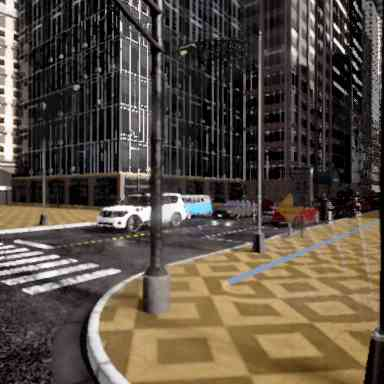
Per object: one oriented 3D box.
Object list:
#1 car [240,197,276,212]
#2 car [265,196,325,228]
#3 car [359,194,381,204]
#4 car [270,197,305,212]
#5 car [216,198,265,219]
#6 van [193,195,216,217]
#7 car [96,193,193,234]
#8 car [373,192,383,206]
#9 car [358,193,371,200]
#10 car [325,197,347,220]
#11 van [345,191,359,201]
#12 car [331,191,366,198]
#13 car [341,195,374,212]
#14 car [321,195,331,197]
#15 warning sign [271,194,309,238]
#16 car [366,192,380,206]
[{"bbox_3d":[7.070,1.275,35.299,1.887,1.381,4.507,1,1,39],"label":"car"},{"bbox_3d":[6.603,1.276,21.081,1.967,1.590,4.097,1,1,39],"label":"car"},{"bbox_3d":[28.077,1.120,52.298,2.033,1.411,5.357,0,1,39],"label":"car"},{"bbox_3d":[10.135,1.254,34.963,1.812,1.442,4.674,0,1,39],"label":"car"},{"bbox_3d":[3.726,1.345,26.966,2.033,1.411,5.357,0,1,38],"label":"car"},{"bbox_3d":[-0.120,1.148,26.480,1.690,1.788,3.998,1,1,39],"label":"van"},{"bbox_3d":[-2.685,1.088,18.942,2.150,2.045,5.566,0,0,39],"label":"car"},{"bbox_3d":[27.821,0.921,47.814,2.192,1.841,5.009,1,1,39],"label":"car"},{"bbox_3d":[39.048,0.954,75.284,1.947,1.339,4.313,1,1,39],"label":"car"},{"bbox_3d":[10.111,1.363,25.561,1.947,1.339,4.313,1,1,39],"label":"car"},{"bbox_3d":[31.945,0.805,66.393,1.690,1.788,3.998,1,1,39],"label":"van"},{"bbox_3d":[19.763,0.883,41.895,2.150,2.045,5.566,0,1,38],"label":"car"},{"bbox_3d":[17.163,1.302,34.488,1.802,1.307,4.206,1,1,39],"label":"car"},{"bbox_3d":[21.286,1.144,53.066,1.947,1.339,4.313,1,1,39],"label":"car"},{"bbox_3d":[4.312,1.002,14.626,1.300,1.860,1.060,0,0,39],"label":"warning sign"},{"bbox_3d":[24.269,0.959,43.371,2.192,1.841,5.009,1,1,39],"label":"car"}]
